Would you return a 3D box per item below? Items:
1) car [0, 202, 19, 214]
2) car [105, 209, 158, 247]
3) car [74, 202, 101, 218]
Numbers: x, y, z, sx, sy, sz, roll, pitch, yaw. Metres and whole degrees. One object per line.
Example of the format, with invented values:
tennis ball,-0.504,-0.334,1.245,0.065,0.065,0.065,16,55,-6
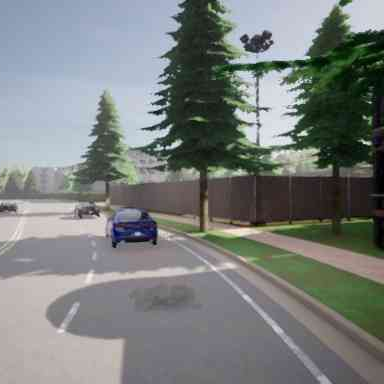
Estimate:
car,-21.400,1.804,38.924,1.895,1.301,4.718,0,0,-25
car,-2.916,1.515,15.474,1.882,1.535,5.008,0,0,-18
car,-9.945,1.633,31.498,1.812,1.442,4.674,0,0,-25
